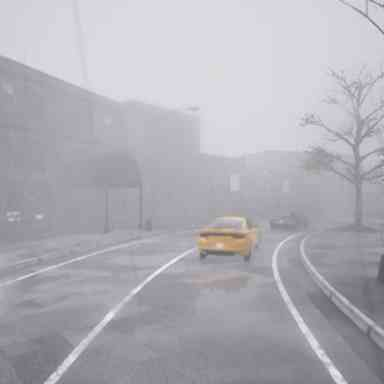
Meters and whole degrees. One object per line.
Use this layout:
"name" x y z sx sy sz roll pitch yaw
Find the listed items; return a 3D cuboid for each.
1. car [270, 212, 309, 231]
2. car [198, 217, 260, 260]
"car" 7.821 2.250 26.507 1.994 1.385 4.181 0 -2 36
"car" 1.672 1.754 13.798 1.882 1.535 5.008 0 -1 17
